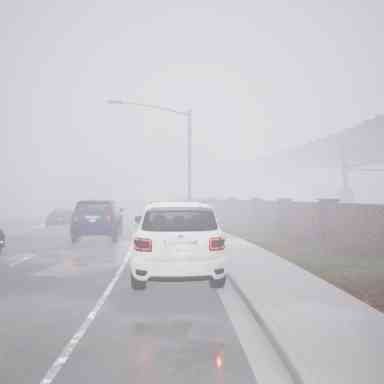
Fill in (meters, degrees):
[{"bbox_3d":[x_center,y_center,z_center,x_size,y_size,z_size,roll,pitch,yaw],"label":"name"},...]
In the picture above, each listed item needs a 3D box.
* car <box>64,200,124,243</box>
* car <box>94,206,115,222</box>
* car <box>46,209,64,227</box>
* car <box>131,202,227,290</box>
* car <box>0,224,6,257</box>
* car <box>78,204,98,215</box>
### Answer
[{"bbox_3d":[-4.870,1.424,17.491,2.150,2.045,5.566,0,-1,-9],"label":"car"},{"bbox_3d":[-9.133,2.207,34.457,1.812,1.442,4.674,0,-2,-18],"label":"car"},{"bbox_3d":[-10.438,2.036,26.775,1.994,1.385,4.181,0,-2,-14],"label":"car"},{"bbox_3d":[-0.451,1.278,9.412,2.150,2.045,5.566,0,-1,-5],"label":"car"},{"bbox_3d":[-7.331,1.275,9.126,2.150,2.045,5.566,0,-1,-5],"label":"car"},{"bbox_3d":[-15.467,2.607,49.436,1.882,1.535,5.008,0,-2,-28],"label":"car"}]
